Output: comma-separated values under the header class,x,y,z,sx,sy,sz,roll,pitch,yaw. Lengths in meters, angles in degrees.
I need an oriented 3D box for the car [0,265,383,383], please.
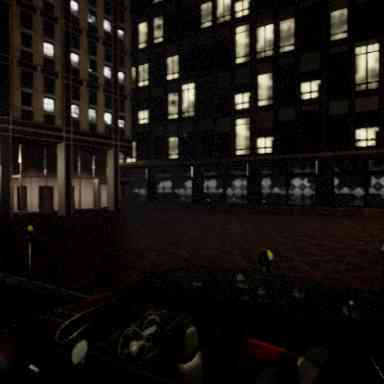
class,x,y,z,sx,sy,sz,roll,pitch,yaw
car,-0.057,1.412,2.912,4.097,1.590,1.967,0,1,34
